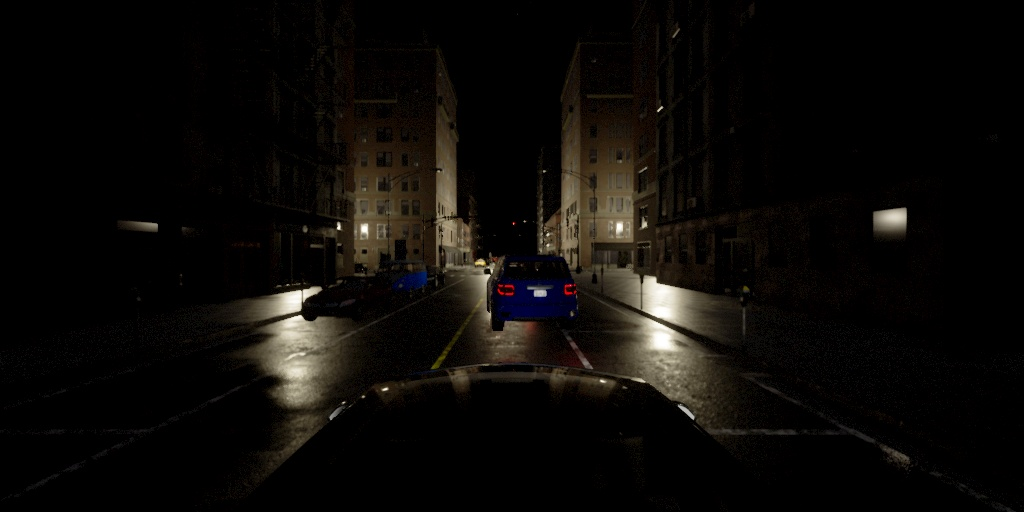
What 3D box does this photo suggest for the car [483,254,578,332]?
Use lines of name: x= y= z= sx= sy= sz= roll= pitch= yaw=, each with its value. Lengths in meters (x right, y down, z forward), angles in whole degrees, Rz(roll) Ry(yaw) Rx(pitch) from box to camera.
car: x=0.369 y=0.965 z=11.047 sx=2.150 sy=2.045 sz=5.566 roll=0 pitch=0 yaw=-6

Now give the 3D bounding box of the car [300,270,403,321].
car: x=-5.389 y=1.324 z=12.275 sx=1.802 sy=1.307 sz=4.207 roll=0 pitch=0 yaw=0

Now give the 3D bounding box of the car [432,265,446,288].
car: x=-5.381 y=1.285 z=23.088 sx=2.007 sy=1.370 sz=4.403 roll=0 pitch=0 yaw=0

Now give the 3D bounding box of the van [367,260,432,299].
van: x=-5.385 y=1.079 z=17.682 sx=1.690 sy=1.789 sz=3.998 roll=0 pitch=0 yaw=0

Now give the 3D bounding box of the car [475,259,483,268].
car: x=-5.362 y=1.234 z=60.881 sx=1.751 sy=1.417 sz=4.829 roll=0 pitch=0 yaw=0

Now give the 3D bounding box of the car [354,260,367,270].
car: x=-18.860 y=1.041 z=40.137 sx=5.566 sy=2.045 sz=2.150 roll=0 pitch=0 yaw=0

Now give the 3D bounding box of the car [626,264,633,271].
car: x=16.304 y=1.223 z=43.128 sx=4.718 sy=1.301 sz=1.895 roll=0 pitch=0 yaw=0
